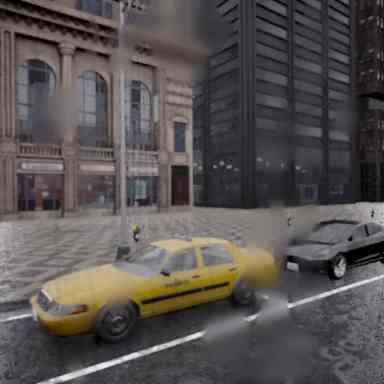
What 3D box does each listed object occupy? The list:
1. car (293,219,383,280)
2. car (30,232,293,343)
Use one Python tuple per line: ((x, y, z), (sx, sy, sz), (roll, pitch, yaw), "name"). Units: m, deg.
((4.342, 1.504, 9.754), (4.313, 1.339, 1.947), (0, 0, -36), "car")
((-0.387, 1.503, 6.377), (4.829, 1.417, 1.752), (0, 0, -36), "car")
